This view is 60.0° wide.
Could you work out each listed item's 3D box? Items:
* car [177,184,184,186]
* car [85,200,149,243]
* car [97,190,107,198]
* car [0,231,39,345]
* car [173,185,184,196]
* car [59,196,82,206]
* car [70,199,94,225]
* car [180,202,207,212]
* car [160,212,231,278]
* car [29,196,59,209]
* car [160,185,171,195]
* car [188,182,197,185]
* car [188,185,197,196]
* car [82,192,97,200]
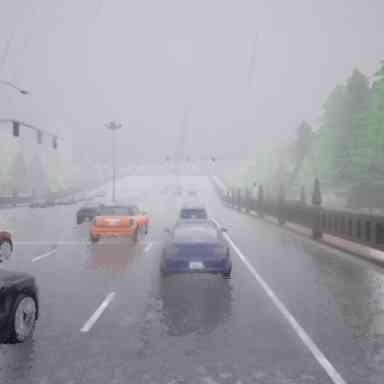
[{"bbox_3d":[-3.366,-1.421,89.176,2.097,1.767,4.553,0,7,0],"label":"car"},{"bbox_3d":[-3.401,1.371,16.422,2.097,1.767,4.553,0,0,0],"label":"car"},{"bbox_3d":[-20.937,0.389,76.351,2.128,1.511,4.902,0,6,0],"label":"car"},{"bbox_3d":[-3.406,1.494,3.511,2.128,1.511,4.902,0,0,0],"label":"car"},{"bbox_3d":[-3.421,0.046,79.206,1.837,1.490,4.892,0,7,0],"label":"car"},{"bbox_3d":[-21.029,1.573,56.385,2.033,1.411,5.357,0,1,0],"label":"car"},{"bbox_3d":[-6.903,1.533,24.298,1.837,1.490,4.892,0,0,0],"label":"car"},{"bbox_3d":[0.097,1.507,25.286,1.882,1.535,5.008,0,0,0],"label":"car"},{"bbox_3d":[0.098,1.538,10.025,1.812,1.442,4.674,0,0,0],"label":"car"},{"bbox_3d":[-21.078,1.406,47.001,2.097,1.767,4.553,0,0,0],"label":"car"},{"bbox_3d":[-6.907,-0.200,81.667,2.033,1.411,5.357,0,7,0],"label":"car"},{"bbox_3d":[0.134,-1.558,89.200,2.150,2.045,5.566,0,7,0],"label":"car"},{"bbox_3d":[0.079,0.024,79.186,1.882,1.535,5.008,0,7,0],"label":"car"},{"bbox_3d":[-20.992,1.228,66.121,1.994,1.385,4.181,0,3,0],"label":"car"}]
